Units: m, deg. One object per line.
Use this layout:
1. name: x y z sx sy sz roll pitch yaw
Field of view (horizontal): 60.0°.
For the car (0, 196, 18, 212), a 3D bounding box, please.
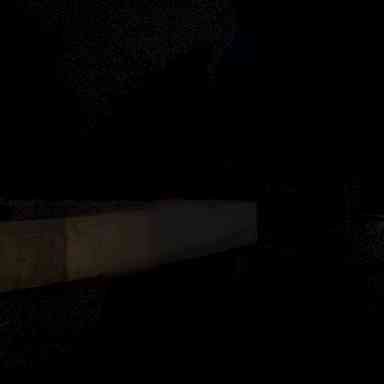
1. car: -17.677 1.128 31.968 4.674 1.442 1.812 0 2 32
